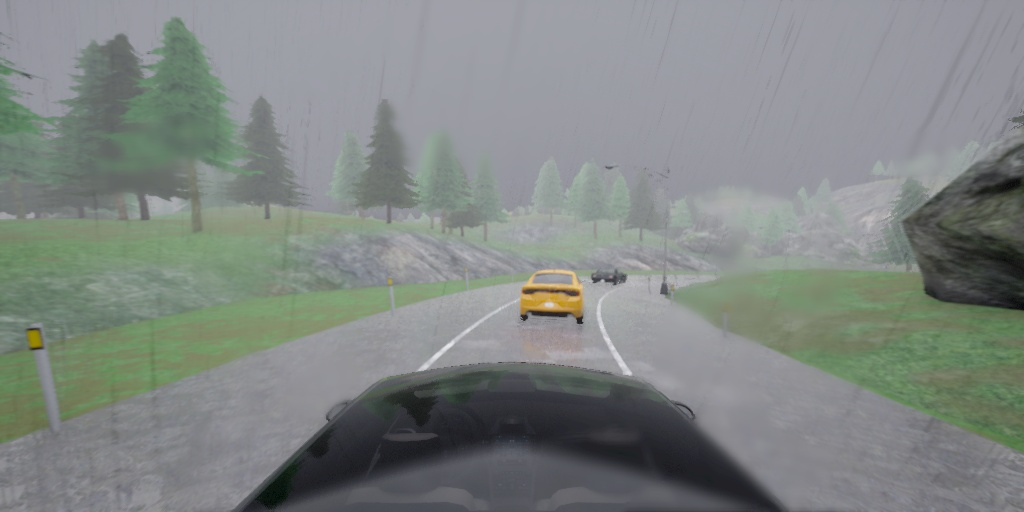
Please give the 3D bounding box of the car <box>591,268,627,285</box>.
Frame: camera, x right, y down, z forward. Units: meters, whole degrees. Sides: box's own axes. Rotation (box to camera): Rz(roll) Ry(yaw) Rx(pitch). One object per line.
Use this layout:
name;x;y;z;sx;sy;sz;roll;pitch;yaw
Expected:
car;7.974;1.625;29.032;1.895;1.301;4.718;3;0;30

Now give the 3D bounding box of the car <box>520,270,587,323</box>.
car;1.511;1.210;12.332;1.882;1.535;5.008;1;0;11
